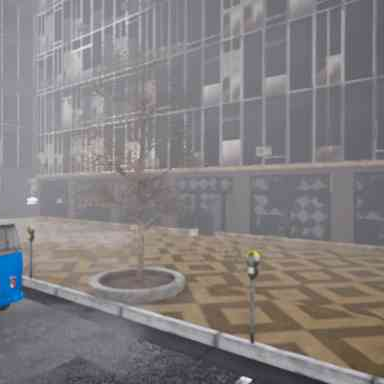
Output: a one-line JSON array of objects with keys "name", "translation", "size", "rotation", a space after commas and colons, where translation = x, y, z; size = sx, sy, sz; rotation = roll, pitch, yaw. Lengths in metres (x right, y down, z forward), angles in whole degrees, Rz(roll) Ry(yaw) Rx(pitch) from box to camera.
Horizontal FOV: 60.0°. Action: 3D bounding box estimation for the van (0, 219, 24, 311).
[{"name": "van", "translation": [-4.897, 1.312, 6.360], "size": [3.998, 1.788, 1.690], "rotation": [0, 0, 35]}]
